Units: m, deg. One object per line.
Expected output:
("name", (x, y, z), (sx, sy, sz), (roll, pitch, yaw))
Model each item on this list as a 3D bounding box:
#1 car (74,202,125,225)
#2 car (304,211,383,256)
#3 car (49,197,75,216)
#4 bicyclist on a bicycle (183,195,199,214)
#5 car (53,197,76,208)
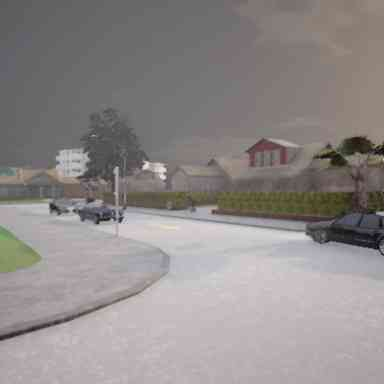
("car", (-6.453, 1.489, 23.445), (1.895, 1.301, 4.718), (-1, 1, -35))
("car", (6.531, 1.386, 12.100), (2.033, 1.411, 5.357), (-1, 0, -21))
("car", (-12.194, 1.377, 31.615), (2.128, 1.511, 4.902), (-1, 1, -35))
("bicyclist on a bicycle", (-0.086, 1.127, 28.976), (1.656, 1.620, 0.582), (-1, 1, -35))
("car", (-18.114, 1.393, 47.110), (1.994, 1.385, 4.181), (-1, 1, -36))
